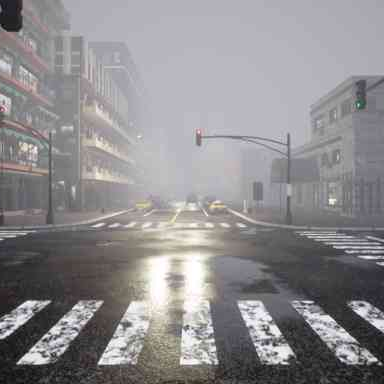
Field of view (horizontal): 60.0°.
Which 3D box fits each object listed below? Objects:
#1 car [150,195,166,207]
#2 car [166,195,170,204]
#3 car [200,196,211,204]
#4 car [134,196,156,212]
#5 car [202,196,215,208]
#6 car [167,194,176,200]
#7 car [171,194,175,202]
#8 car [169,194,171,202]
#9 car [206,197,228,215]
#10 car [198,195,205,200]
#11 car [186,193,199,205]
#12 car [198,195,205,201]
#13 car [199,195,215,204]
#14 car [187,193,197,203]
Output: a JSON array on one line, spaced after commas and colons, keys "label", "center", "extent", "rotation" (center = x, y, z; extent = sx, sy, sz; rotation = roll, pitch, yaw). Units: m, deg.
[{"label": "car", "center": [-5.711, 1.351, 50.522], "extent": [2.192, 1.841, 5.009], "rotation": [0, 0, 0]}, {"label": "car", "center": [-5.717, 1.603, 61.600], "extent": [2.008, 1.369, 4.403], "rotation": [0, 0, 0]}, {"label": "car", "center": [2.661, 1.612, 67.144], "extent": [2.008, 1.369, 4.403], "rotation": [0, 0, 0]}, {"label": "car", "center": [-5.706, 1.549, 39.273], "extent": [1.752, 1.417, 4.829], "rotation": [0, 0, 0]}, {"label": "car", "center": [2.671, 1.611, 44.987], "extent": [1.802, 1.307, 4.206], "rotation": [0, 0, 0]}, {"label": "car", "center": [-5.732, 1.434, 94.836], "extent": [2.192, 1.841, 5.009], "rotation": [0, 0, 0]}, {"label": "car", "center": [-5.725, 1.627, 78.218], "extent": [1.887, 1.381, 4.507], "rotation": [0, 0, 0]}, {"label": "car", "center": [-5.719, 1.587, 66.969], "extent": [1.752, 1.417, 4.829], "rotation": [0, 0, 0]}, {"label": "car", "center": [2.677, 1.544, 34.079], "extent": [1.752, 1.417, 4.829], "rotation": [0, 0, 0]}, {"label": "car", "center": [2.648, 1.670, 94.840], "extent": [2.008, 1.369, 4.403], "rotation": [0, 0, 0]}, {"label": "car", "center": [-0.028, 1.403, 60.684], "extent": [2.097, 1.767, 4.553], "rotation": [0, 0, 0]}, {"label": "car", "center": [2.650, 1.632, 89.471], "extent": [1.752, 1.417, 4.829], "rotation": [0, 0, 0]}, {"label": "car", "center": [2.670, 1.351, 50.526], "extent": [2.192, 1.841, 5.009], "rotation": [0, 0, 0]}, {"label": "car", "center": [-0.032, 1.182, 70.747], "extent": [2.150, 2.045, 5.566], "rotation": [0, 0, 0]}]
